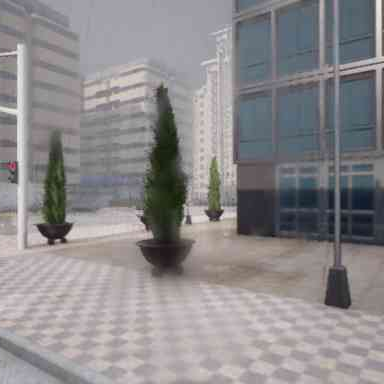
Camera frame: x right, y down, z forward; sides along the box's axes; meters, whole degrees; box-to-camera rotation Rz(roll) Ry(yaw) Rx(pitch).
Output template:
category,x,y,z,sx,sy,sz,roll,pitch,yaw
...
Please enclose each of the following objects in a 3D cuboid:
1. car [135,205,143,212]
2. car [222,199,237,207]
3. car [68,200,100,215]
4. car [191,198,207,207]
category,x,y,z,sx,sy,sz,roll,pitch,yaw
car,-4.726,1.776,40.878,1.895,1.301,4.718,0,0,35
car,5.954,1.785,55.932,1.994,1.385,4.181,0,0,35
car,-12.318,1.680,36.158,2.128,1.511,4.902,0,0,35
car,1.083,1.717,55.137,1.812,1.442,4.674,0,0,36
